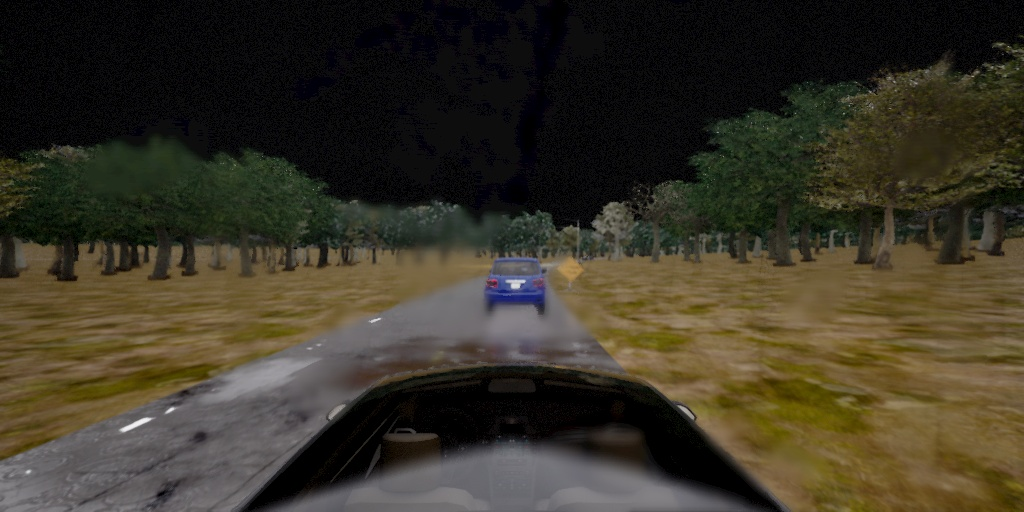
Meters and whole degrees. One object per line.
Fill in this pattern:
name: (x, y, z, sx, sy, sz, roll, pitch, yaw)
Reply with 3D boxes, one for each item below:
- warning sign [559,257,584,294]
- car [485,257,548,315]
warning sign: (3.064, 0.990, 18.729, 1.300, 1.860, 1.060, 0, 0, 3)
car: (0.238, 1.071, 14.345, 2.150, 2.045, 5.566, 0, 0, 3)
